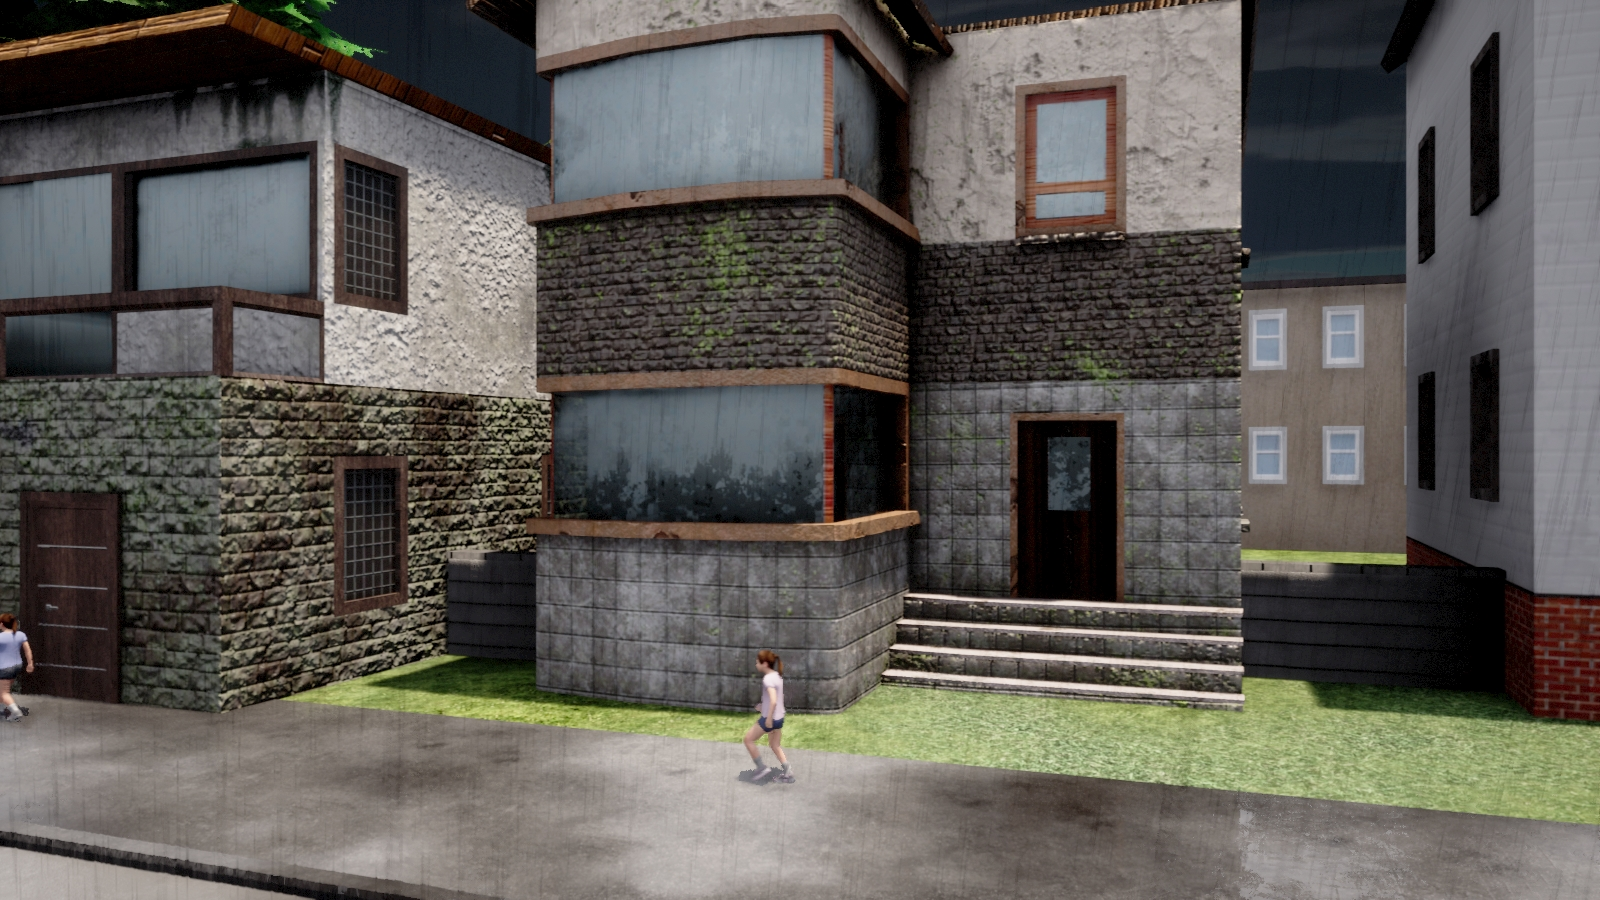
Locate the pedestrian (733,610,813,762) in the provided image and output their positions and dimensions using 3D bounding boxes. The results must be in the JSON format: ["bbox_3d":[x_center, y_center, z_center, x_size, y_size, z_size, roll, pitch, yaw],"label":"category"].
[{"bbox_3d":[-0.214,1.902,9.313,0.500,1.100,0.500,0,0,21],"label":"pedestrian"}]

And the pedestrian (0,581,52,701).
[{"bbox_3d":[-7.923,1.903,11.466,0.500,1.100,0.500,0,0,21],"label":"pedestrian"}]
